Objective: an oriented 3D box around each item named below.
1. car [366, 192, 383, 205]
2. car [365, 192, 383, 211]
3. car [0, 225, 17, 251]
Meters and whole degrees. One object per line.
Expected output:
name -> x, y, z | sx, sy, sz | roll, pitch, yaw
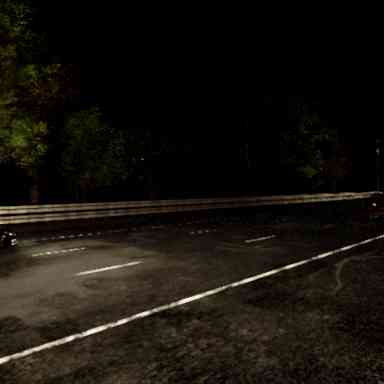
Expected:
car -> 23.698, 0.777, 41.434 | 4.902, 1.511, 2.128 | -1, 1, -44
car -> 17.826, 0.935, 30.943 | 5.008, 1.535, 1.882 | -1, 1, -44
car -> -8.353, 1.434, 10.653 | 4.892, 1.490, 1.837 | -1, 1, -44
